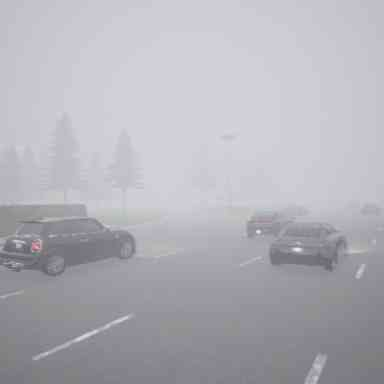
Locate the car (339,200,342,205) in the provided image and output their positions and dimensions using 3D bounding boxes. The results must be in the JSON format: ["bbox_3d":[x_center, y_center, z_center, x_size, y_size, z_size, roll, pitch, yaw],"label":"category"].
[{"bbox_3d":[37.312,2.571,79.457,2.033,1.411,5.357,-1,-1,31],"label":"car"}]

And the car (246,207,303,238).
[{"bbox_3d":[4.716,1.823,19.284,1.837,1.490,4.892,-1,-1,31],"label":"car"}]

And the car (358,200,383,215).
[{"bbox_3d":[22.089,2.060,40.973,1.994,1.385,4.181,-1,-1,31],"label":"car"}]

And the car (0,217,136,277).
[{"bbox_3d":[-4.035,1.646,11.692,2.097,1.767,4.553,-1,-1,31],"label":"car"}]

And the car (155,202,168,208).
[{"bbox_3d":[-7.658,3.402,86.635,1.895,1.301,4.718,0,-1,-18],"label":"car"}]

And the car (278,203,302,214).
[{"bbox_3d":[14.330,2.298,48.409,2.033,1.411,5.357,-1,-1,31],"label":"car"}]

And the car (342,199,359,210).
[{"bbox_3d":[27.279,2.210,56.166,2.128,1.511,4.902,-1,-1,31],"label":"car"}]

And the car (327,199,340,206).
[{"bbox_3d":[34.243,2.632,81.146,2.128,1.511,4.902,-1,-1,31],"label":"car"}]

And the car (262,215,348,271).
[{"bbox_3d":[4.250,1.743,11.816,1.994,1.385,4.181,-1,-1,31],"label":"car"}]

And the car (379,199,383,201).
[{"bbox_3d":[43.955,2.411,76.906,1.812,1.442,4.674,-1,-1,31],"label":"car"}]

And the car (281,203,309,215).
[{"bbox_3d":[11.929,2.177,37.773,1.895,1.301,4.718,-1,-1,31],"label":"car"}]
